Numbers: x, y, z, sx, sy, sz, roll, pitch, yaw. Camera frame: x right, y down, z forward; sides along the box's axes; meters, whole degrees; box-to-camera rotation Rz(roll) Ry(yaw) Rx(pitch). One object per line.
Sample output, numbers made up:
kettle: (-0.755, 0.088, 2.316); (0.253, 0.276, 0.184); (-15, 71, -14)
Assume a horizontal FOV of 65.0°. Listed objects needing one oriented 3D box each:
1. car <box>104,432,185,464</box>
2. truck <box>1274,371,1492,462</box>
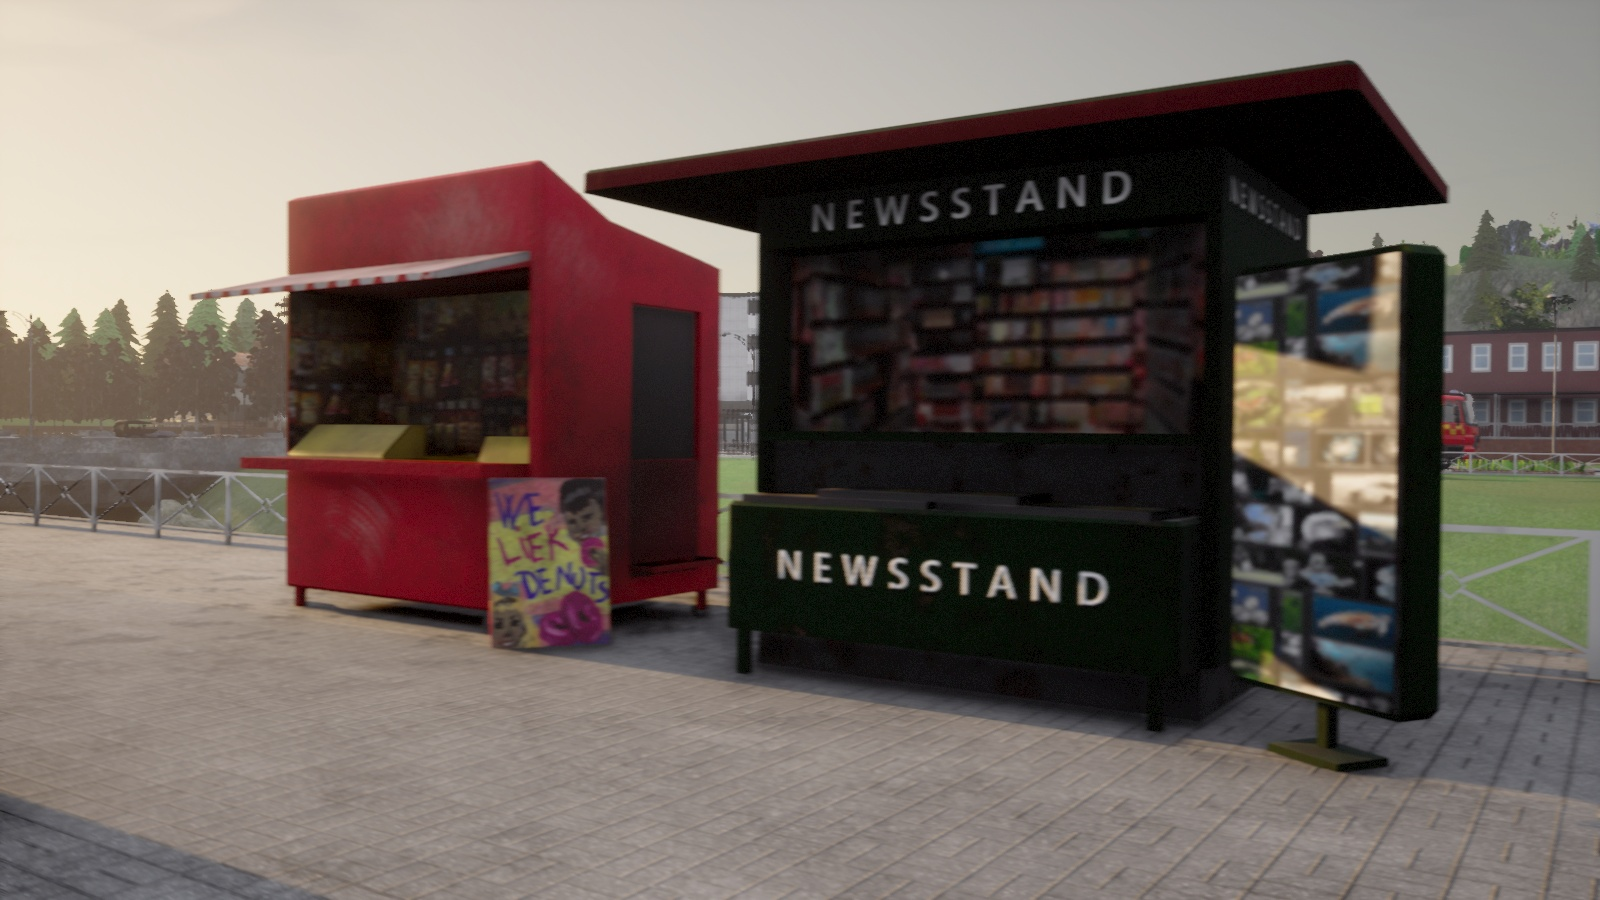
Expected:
car: (-39.331, -0.145, 75.414); (1.905, 1.878, 3.866); (0, 1, 33)
truck: (25.996, -1.436, 56.199); (8.468, 3.827, 2.891); (0, 1, 34)
